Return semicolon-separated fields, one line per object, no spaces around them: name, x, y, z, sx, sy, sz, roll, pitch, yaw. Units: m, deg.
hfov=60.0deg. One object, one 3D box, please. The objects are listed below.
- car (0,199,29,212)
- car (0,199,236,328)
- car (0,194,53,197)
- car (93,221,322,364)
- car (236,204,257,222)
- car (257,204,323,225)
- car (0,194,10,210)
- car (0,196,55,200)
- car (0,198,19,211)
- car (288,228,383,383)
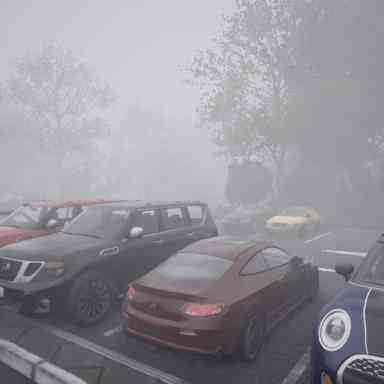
car;-21.476;1.535;37.967;2.002;1.452;4.674;0;0;36
car;-1.459;1.232;7.556;2.435;2.045;5.566;0;0;36
car;-16.959;1.241;34.708;2.435;2.045;5.566;0;0;36
car;0.837;1.522;5.947;2.002;1.452;4.674;0;0;36
car;3.583;1.486;20.071;2.231;1.521;4.892;0;0;36
car;5.731;1.481;18.301;1.946;1.575;5.366;0;0;36
car;-25.923;1.254;41.114;2.435;2.045;5.566;0;0;36
car;-3.739;1.232;9.186;2.435;2.045;5.566;0;0;36
car;-23.642;1.500;39.512;2.097;1.535;5.008;0;0;36
car;3.138;1.356;4.345;2.185;1.767;4.553;0;0;36
